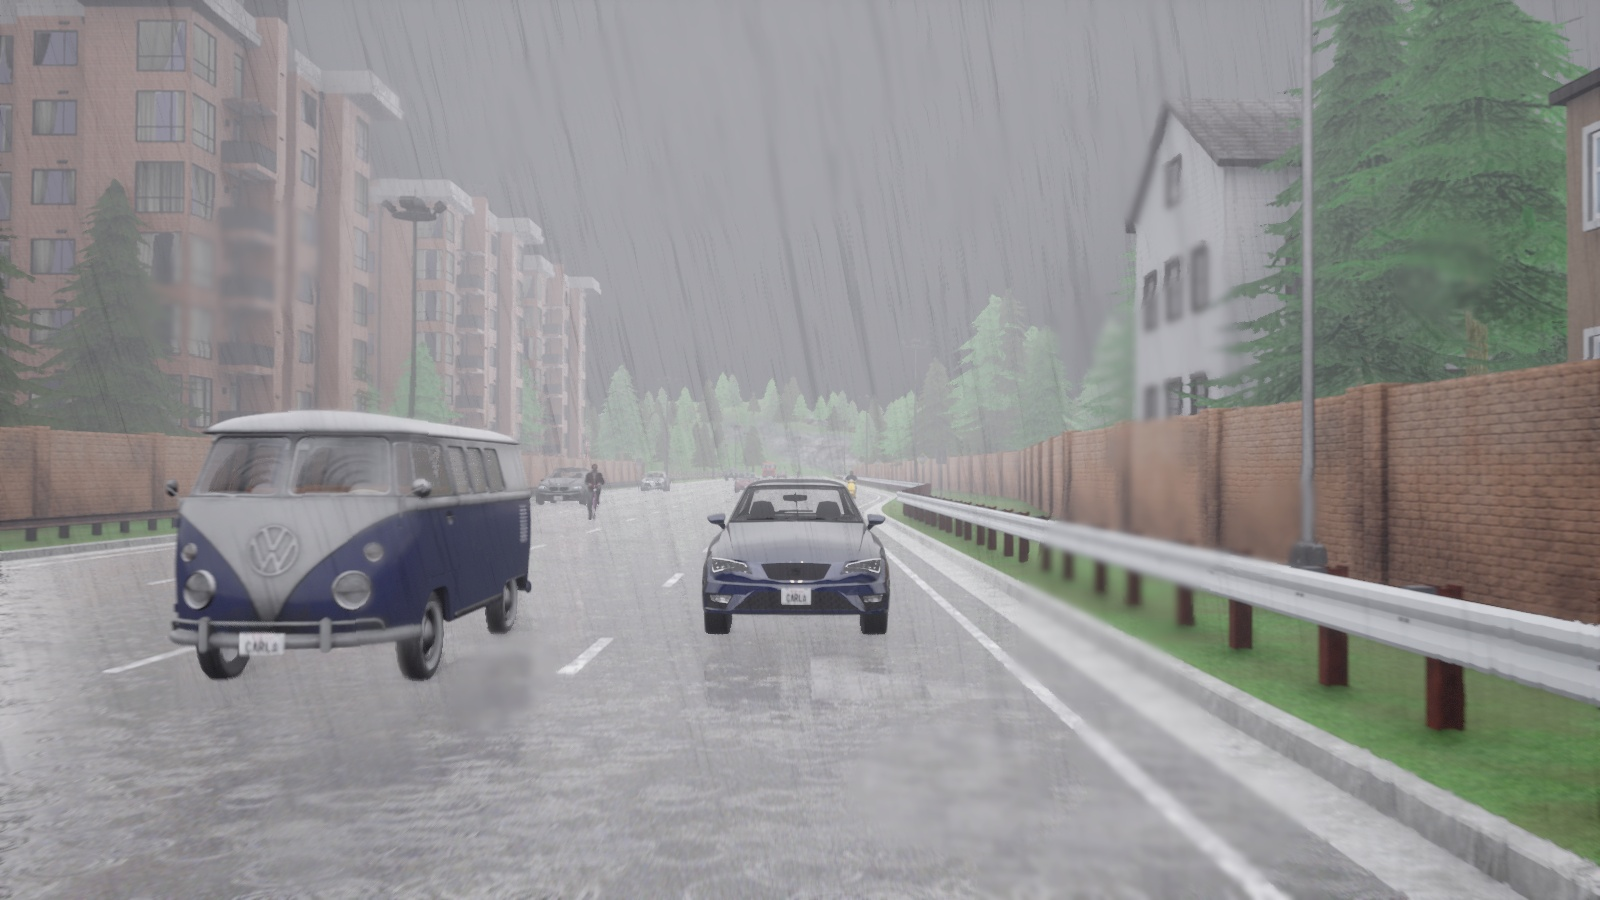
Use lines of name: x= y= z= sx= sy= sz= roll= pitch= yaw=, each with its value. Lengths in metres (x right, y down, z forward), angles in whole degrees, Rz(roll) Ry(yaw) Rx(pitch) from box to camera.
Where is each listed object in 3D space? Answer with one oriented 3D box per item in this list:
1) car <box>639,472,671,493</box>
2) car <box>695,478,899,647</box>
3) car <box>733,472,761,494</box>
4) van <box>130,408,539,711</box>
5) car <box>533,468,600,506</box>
car: x=-10.726 y=2.384 z=93.237 sx=1.970 sy=1.475 sz=3.806 roll=0 pitch=-1 yaw=0
car: x=-0.032 y=1.052 z=13.326 sx=1.816 sy=1.474 sz=4.193 roll=0 pitch=-1 yaw=0
car: x=-3.714 y=2.325 z=88.499 sx=1.845 sy=1.501 sz=3.633 roll=0 pitch=-1 yaw=0
van: x=-3.527 y=0.757 z=10.494 sx=1.775 sy=1.987 sz=4.442 roll=0 pitch=-1 yaw=0
car: x=-10.640 y=1.664 z=57.522 sx=2.242 sy=1.667 sz=4.611 roll=0 pitch=-1 yaw=0
